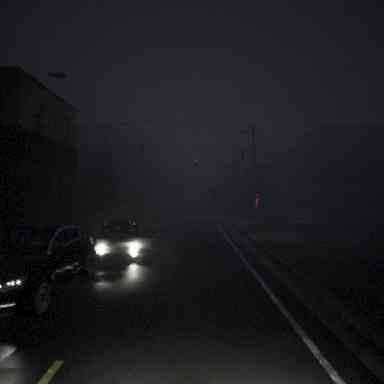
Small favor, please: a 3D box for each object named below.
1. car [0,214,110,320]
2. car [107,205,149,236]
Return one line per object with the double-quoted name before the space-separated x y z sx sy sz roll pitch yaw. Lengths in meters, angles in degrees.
"car" -3.603 1.495 7.525 2.128 1.511 4.902 0 0 0
"car" -3.578 1.482 18.612 1.882 1.535 5.008 0 0 0
